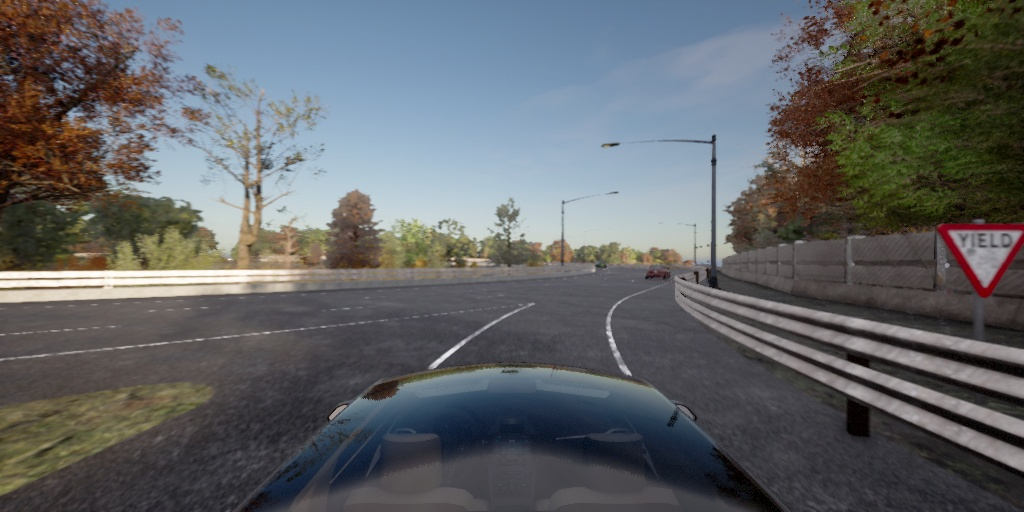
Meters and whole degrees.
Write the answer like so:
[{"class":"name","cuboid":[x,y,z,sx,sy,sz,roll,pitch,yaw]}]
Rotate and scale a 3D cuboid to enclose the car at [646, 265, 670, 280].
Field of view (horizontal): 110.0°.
[{"class":"car","cuboid":[16.854,1.771,41.317,2.097,1.767,4.553,0,-1,29]}]
